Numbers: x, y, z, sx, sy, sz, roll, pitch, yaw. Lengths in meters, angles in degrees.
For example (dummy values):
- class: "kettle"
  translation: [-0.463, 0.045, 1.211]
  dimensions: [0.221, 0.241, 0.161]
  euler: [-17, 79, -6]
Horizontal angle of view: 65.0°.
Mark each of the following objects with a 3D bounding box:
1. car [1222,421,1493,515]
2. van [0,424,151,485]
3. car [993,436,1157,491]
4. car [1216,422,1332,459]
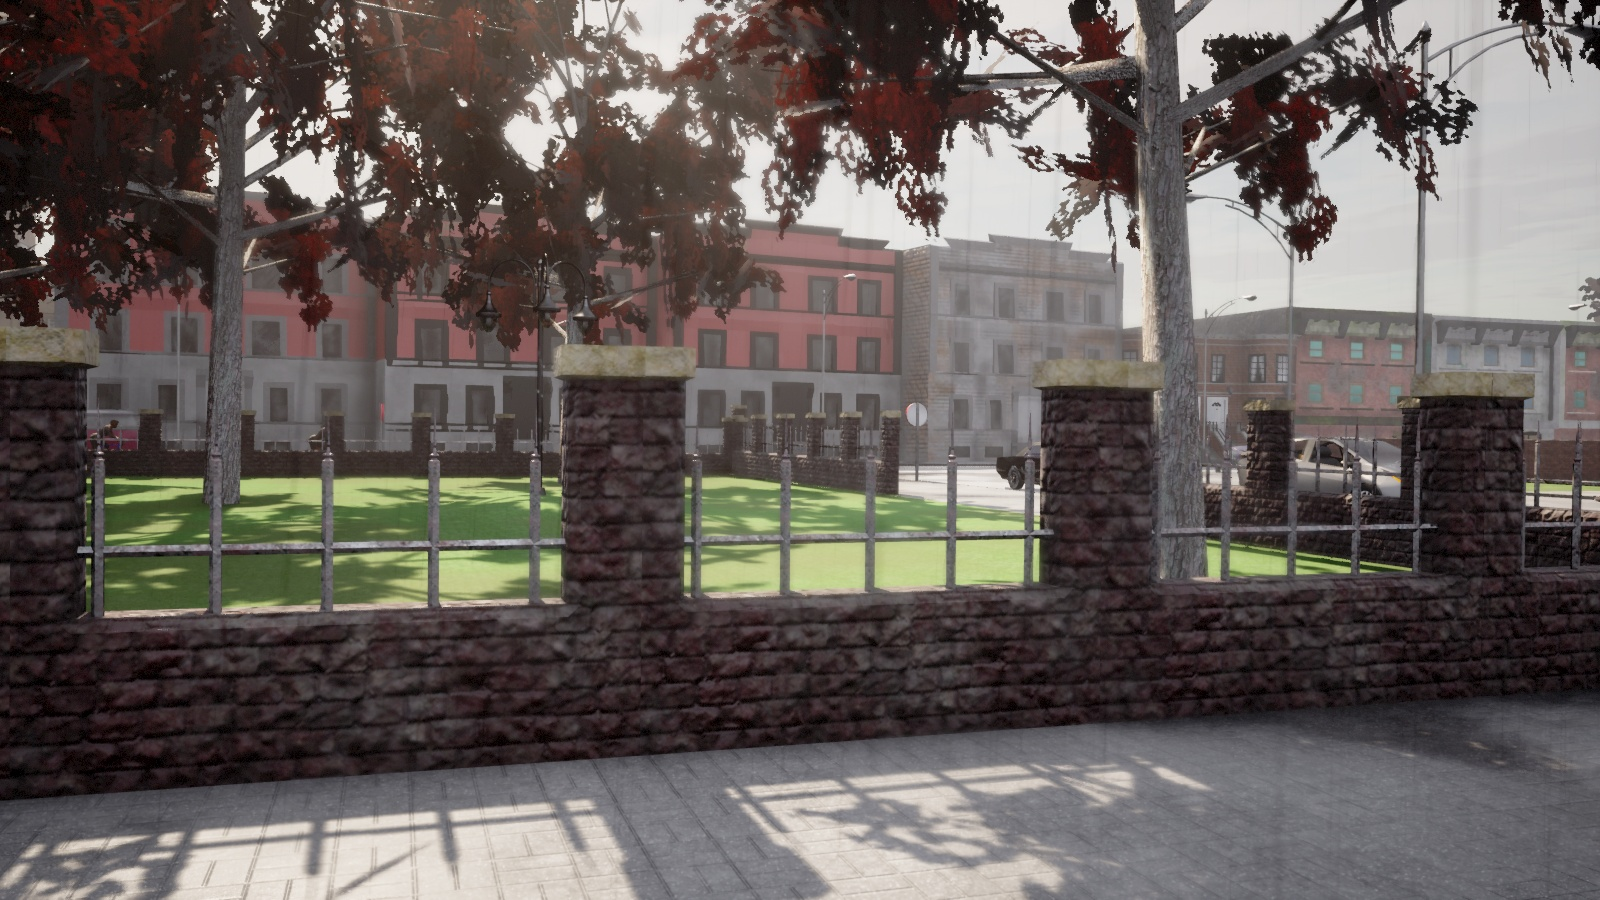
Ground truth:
- class: "car"
  translation: [10.067, 0.260, 23.108]
  dimensions: [2.007, 1.525, 4.514]
  euler: [-1, 1, -20]
- class: "van"
  translation: [-24.945, 0.119, 43.113]
  dimensions: [4.442, 1.987, 1.775]
  euler: [-1, 1, -18]
- class: "car"
  translation: [6.994, 0.294, 32.525]
  dimensions: [1.895, 1.301, 4.718]
  euler: [-1, 1, -20]
- class: "car"
  translation: [22.012, -0.459, 58.345]
  dimensions: [4.856, 1.649, 2.033]
  euler: [-1, 1, -18]
